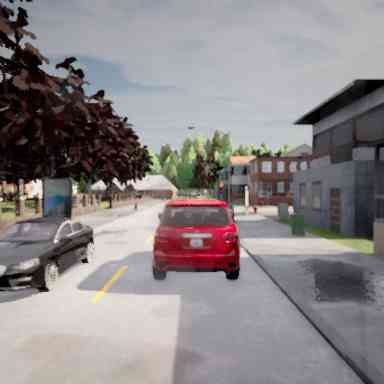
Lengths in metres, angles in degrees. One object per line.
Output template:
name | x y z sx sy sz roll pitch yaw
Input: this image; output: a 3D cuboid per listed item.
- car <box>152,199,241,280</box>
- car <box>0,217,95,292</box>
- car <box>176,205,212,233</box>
car | 0.105 1.213 10.057 2.150 2.045 5.566 0 0 0
car | -4.082 1.485 9.045 2.128 1.511 4.902 0 0 0
car | 0.119 1.547 20.426 1.994 1.385 4.181 0 0 0
